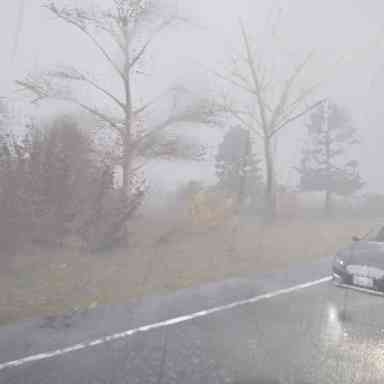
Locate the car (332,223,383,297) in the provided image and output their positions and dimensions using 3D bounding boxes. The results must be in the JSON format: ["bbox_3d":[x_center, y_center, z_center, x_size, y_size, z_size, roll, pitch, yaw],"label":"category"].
[{"bbox_3d":[5.276,1.490,8.059,4.902,1.511,2.128,0,0,-39],"label":"car"}]
